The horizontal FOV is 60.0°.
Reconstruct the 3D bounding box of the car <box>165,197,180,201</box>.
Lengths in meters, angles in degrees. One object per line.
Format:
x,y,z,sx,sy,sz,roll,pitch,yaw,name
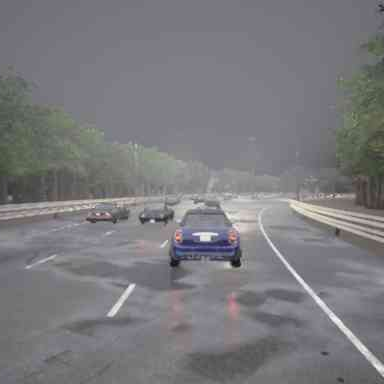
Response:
-3.034,1.492,52.978,1.994,1.385,4.181,0,0,8,car

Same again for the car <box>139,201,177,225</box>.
-2.410,1.595,23.968,1.895,1.301,4.718,0,0,4,car

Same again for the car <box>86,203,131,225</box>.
-5.938,1.527,24.249,2.033,1.411,5.357,1,0,4,car

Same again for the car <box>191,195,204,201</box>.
1.696,1.270,61.203,2.097,1.767,4.553,0,0,9,car

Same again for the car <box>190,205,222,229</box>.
1.000,1.604,22.505,1.895,1.301,4.718,0,0,4,car

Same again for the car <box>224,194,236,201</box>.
9.054,1.390,83.423,2.128,1.511,4.902,0,0,12,car

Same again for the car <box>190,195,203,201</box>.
1.122,1.403,79.368,2.033,1.411,5.357,0,0,11,car

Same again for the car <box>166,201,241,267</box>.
0.469,1.354,11.675,2.097,1.767,4.553,0,0,2,car

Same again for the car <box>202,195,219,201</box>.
2.630,1.485,41.763,1.837,1.490,4.892,0,0,6,car

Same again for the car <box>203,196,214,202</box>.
3.613,1.481,73.627,1.895,1.301,4.718,0,0,10,car
